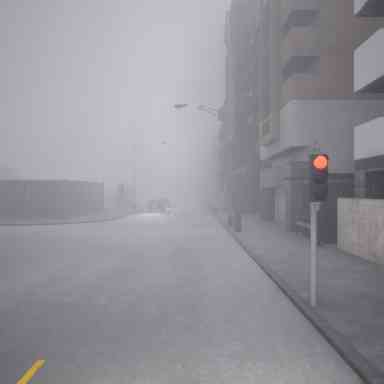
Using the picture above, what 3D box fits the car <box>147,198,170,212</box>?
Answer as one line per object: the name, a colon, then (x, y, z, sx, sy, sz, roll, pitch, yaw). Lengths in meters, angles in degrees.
car: (-4.138, 1.491, 39.350, 2.128, 1.511, 4.902, 0, 0, 0)
